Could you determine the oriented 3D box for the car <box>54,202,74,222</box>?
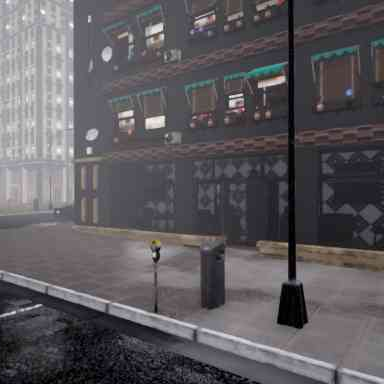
[{"bbox_3d":[-7.303,1.279,22.814,1.947,1.339,4.313,1,1,35],"label":"car"}]
